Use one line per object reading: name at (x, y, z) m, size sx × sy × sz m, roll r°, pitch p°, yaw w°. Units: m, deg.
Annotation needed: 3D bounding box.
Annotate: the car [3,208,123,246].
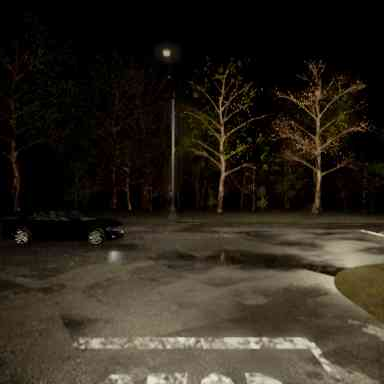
car at (-5.576, 1.454, 14.644) m, size 5.008 × 1.535 × 1.882 m, roll 0°, pitch 0°, yaw 0°
